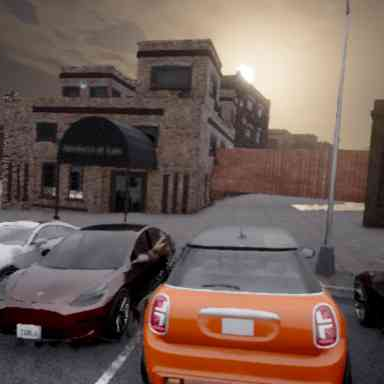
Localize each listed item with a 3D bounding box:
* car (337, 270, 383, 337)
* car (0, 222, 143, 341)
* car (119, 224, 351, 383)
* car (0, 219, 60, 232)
[{"bbox_3d":[3.379,1.449,3.734,2.163,1.488,4.792,0,0,11],"label":"car"},{"bbox_3d":[-1.679,1.437,6.725,2.163,1.488,4.792,0,0,11],"label":"car"},{"bbox_3d":[0.841,1.288,5.201,2.185,1.767,4.553,0,0,11],"label":"car"},{"bbox_3d":[-4.202,1.442,8.277,2.002,1.452,4.674,0,0,11],"label":"car"}]
